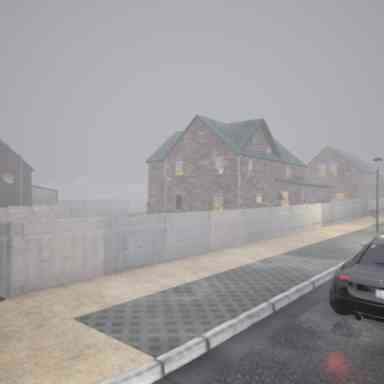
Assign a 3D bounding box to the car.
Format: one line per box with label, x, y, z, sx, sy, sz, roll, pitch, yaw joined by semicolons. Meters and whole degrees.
car;4.328;1.566;6.652;1.994;1.385;4.181;0;0;41
